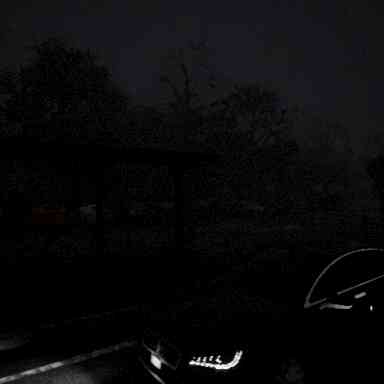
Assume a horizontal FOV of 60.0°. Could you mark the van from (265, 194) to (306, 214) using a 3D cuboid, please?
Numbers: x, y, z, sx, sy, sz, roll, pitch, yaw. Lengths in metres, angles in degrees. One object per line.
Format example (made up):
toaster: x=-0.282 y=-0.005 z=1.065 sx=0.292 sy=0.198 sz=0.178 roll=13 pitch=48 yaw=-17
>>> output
van: x=9.270 y=1.172 z=33.210 sx=1.878 sy=1.987 sz=4.442 roll=0 pitch=0 yaw=-36

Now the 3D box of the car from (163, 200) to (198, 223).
car: x=-2.087 y=1.443 z=25.240 sx=2.097 sy=1.535 sz=5.008 roll=0 pitch=0 yaw=-36

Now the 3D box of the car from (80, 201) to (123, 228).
car: x=-6.598 y=1.503 z=22.004 sx=2.002 sy=1.452 sz=4.674 roll=0 pitch=0 yaw=-36

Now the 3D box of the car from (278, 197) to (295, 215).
car: x=6.929 y=1.436 z=31.716 sx=2.163 sy=1.488 sz=4.792 roll=0 pitch=0 yaw=-36

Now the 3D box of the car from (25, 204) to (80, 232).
car: x=-8.854 y=1.473 z=20.387 sx=2.097 sy=1.535 sz=5.008 roll=0 pitch=0 yaw=-36

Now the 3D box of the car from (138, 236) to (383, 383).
car: x=1.606 y=1.481 z=4.831 sx=4.892 sy=1.490 sz=1.837 roll=0 pitch=0 yaw=-35

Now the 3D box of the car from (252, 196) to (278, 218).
car: x=4.796 y=1.413 z=29.925 sx=1.946 sy=1.575 sz=5.366 roll=0 pitch=0 yaw=-36

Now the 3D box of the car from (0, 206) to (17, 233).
car: x=-11.114 y=1.524 z=18.773 sx=2.002 sy=1.452 sz=4.674 roll=0 pitch=0 yaw=-36

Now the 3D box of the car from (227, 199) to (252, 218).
car: x=2.414 y=1.454 z=28.487 sx=2.163 sy=1.488 sz=4.792 roll=0 pitch=0 yaw=-36

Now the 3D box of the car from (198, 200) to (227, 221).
car: x=0.177 y=1.435 z=26.844 sx=2.231 sy=1.521 sz=4.892 roll=0 pitch=0 yaw=-36

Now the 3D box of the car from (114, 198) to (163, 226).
car: x=-4.360 y=1.327 z=23.646 sx=2.185 sy=1.767 sz=4.553 roll=0 pitch=0 yaw=-36
